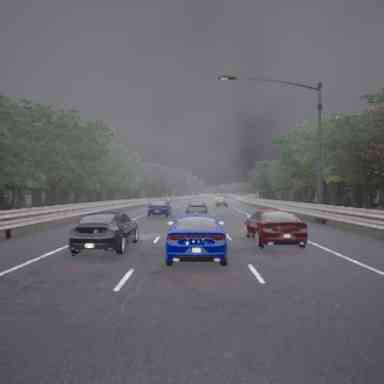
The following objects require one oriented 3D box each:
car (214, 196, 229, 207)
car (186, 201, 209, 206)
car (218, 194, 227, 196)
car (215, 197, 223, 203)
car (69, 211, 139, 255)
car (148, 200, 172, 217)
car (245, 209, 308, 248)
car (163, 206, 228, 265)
[{"bbox_3d":[4.827,1.780,54.710,1.895,1.301,4.718,0,0,3],"label":"car"},{"bbox_3d":[0.470,1.541,29.974,2.128,1.511,4.902,0,0,2],"label":"car"},{"bbox_3d":[5.519,1.747,66.568,1.882,1.535,5.008,0,0,4],"label":"car"},{"bbox_3d":[6.566,1.883,81.411,1.837,1.490,4.892,0,0,5],"label":"car"},{"bbox_3d":[-3.337,1.515,13.317,1.837,1.490,4.892,0,0,1],"label":"car"},{"bbox_3d":[-2.987,1.532,31.633,1.882,1.535,5.008,0,0,2],"label":"car"},{"bbox_3d":[3.576,1.491,14.853,1.882,1.535,5.008,0,0,1],"label":"car"},{"bbox_3d":[0.149,1.486,11.809,1.882,1.535,5.008,0,0,0],"label":"car"}]
